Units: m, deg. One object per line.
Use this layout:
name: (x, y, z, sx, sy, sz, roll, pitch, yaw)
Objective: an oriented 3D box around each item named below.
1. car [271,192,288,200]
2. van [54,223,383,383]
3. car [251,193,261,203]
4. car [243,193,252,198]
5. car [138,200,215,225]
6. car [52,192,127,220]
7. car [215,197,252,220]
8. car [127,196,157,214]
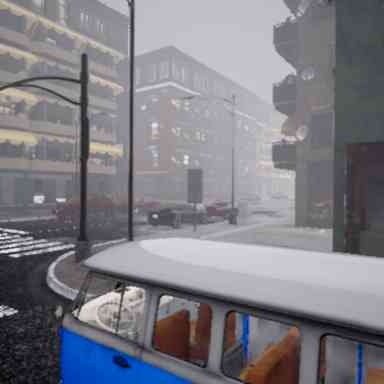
car: (14.802, 0.637, 56.269, 1.947, 1.339, 4.313, 2, 2, 35)
van: (0.694, 1.338, 2.369, 3.998, 1.788, 1.690, 0, 1, 36)
car: (8.397, 0.798, 47.154, 1.947, 1.339, 4.313, 2, 2, 35)
car: (3.393, 1.109, 29.973, 1.994, 1.385, 4.181, 1, 1, 35)
car: (-0.782, 1.300, 19.516, 1.947, 1.339, 4.313, 2, 2, 35)
car: (-7.612, 0.950, 24.358, 2.192, 1.841, 5.009, 2, 2, 35)
car: (2.421, 1.235, 24.074, 1.802, 1.307, 4.206, 2, 2, 35)
car: (-4.413, 1.099, 28.922, 1.887, 1.381, 4.507, 2, 2, 35)
